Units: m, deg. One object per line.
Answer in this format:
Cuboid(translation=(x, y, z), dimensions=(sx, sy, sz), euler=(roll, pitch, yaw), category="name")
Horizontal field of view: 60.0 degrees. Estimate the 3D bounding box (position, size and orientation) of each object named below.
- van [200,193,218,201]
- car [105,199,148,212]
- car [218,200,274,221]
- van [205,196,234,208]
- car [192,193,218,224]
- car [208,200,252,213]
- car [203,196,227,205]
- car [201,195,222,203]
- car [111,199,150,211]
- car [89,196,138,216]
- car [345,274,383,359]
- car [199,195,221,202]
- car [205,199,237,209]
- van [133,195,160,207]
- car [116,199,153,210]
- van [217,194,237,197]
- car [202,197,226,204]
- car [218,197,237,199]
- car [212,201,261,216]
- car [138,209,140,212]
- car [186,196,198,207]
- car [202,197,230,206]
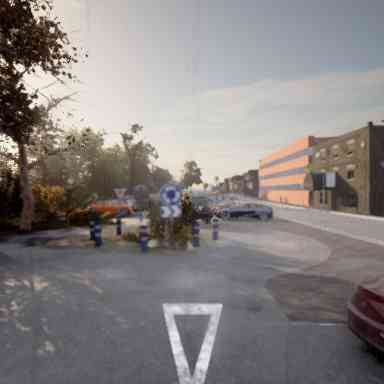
Cuboid(translation=(4.397, 1.284, 87.078), dimensions=(4.442, 1.987, 1.878), euler=(0, 1, 0), category="van")
Cuboid(translation=(-8.194, 1.696, 41.842), dimensions=(4.892, 1.521, 2.231), euler=(0, 0, 0), category="car")
Cuboid(translation=(4.323, 1.604, 27.719), dimensions=(4.792, 1.488, 2.163), euler=(0, 0, 0), category="car")
Cuboid(translation=(4.304, 1.561, 53.032), dimensions=(4.442, 1.987, 1.878), euler=(0, 0, 0), category="van")
Cuboid(translation=(-0.297, 1.290, 24.982), dimensions=(2.150, 2.045, 5.566), euler=(-2, 0, -17), category="car")
Cuboid(translation=(4.388, 1.671, 39.024), dimensions=(5.008, 1.535, 2.097), euler=(0, 0, 0), category="car")
Cuboid(translation=(4.421, 1.590, 64.474), dimensions=(4.553, 1.767, 2.185), euler=(0, 1, 0), category="car")
Cuboid(translation=(4.452, 1.487, 75.776), dimensions=(4.553, 1.767, 2.185), euler=(0, 1, 0), category="car")
Cuboid(translation=(-8.150, 1.747, 44.540), dimensions=(4.792, 1.488, 2.163), euler=(0, 0, 0), category="car")
Cuboid(translation=(-8.181, 1.497, 33.372), dimensions=(4.553, 1.767, 2.185), euler=(0, 0, 0), category="car")
Cuboid(translation=(4.525, 1.567, 4.384), dimensions=(4.674, 1.452, 2.002), euler=(-1, -1, 0), category="car")
Cuboid(translation=(4.313, 1.558, 81.429), dimensions=(5.366, 1.575, 1.946), euler=(0, 1, 0), category="car")
Cuboid(translation=(4.411, 1.808, 50.325), dimensions=(4.674, 1.452, 2.002), euler=(0, 0, 0), category="car")
Cuboid(translation=(-8.017, 1.541, 58.801), dimensions=(4.442, 1.987, 1.878), euler=(0, 1, 0), category="van")
Cuboid(translation=(-8.141, 1.772, 47.364), dimensions=(4.792, 1.488, 2.163), euler=(0, 0, 0), category="car")
Cuboid(translation=(4.289, 1.518, 47.502), dimensions=(4.442, 1.987, 1.878), euler=(0, 0, 0), category="van")
Cuboid(translation=(4.457, 1.730, 67.301), dimensions=(4.674, 1.452, 2.002), euler=(0, 1, 0), category="car")
Cuboid(translation=(4.189, 1.644, 36.198), dimensions=(5.366, 1.575, 1.946), euler=(0, 0, 0), category="car")
Cuboid(translation=(4.365, 1.663, 33.371), dimensions=(4.674, 1.452, 2.002), euler=(0, 0, 0), category="car")
Cuboid(translation=(-8.199, 1.645, 36.070), dimensions=(5.008, 1.535, 2.097), euler=(0, 0, 0), category="car")
Cuboid(translation=(0.067, 1.638, 59.058), dimensions=(2.097, 1.767, 4.553), euler=(0, 1, 1), category="car")
Cuboid(translation=(4.450, 1.741, 61.649), dimensions=(5.008, 1.535, 2.097), euler=(0, 1, 0), category="car")
